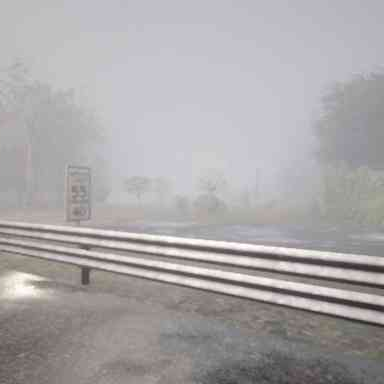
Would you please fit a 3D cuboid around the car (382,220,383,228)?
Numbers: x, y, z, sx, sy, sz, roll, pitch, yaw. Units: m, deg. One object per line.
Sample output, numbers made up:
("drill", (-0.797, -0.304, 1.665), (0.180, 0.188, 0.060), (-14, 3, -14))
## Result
("car", (14.225, 1.779, 19.909), (4.902, 1.511, 2.128), (0, 0, 17))
